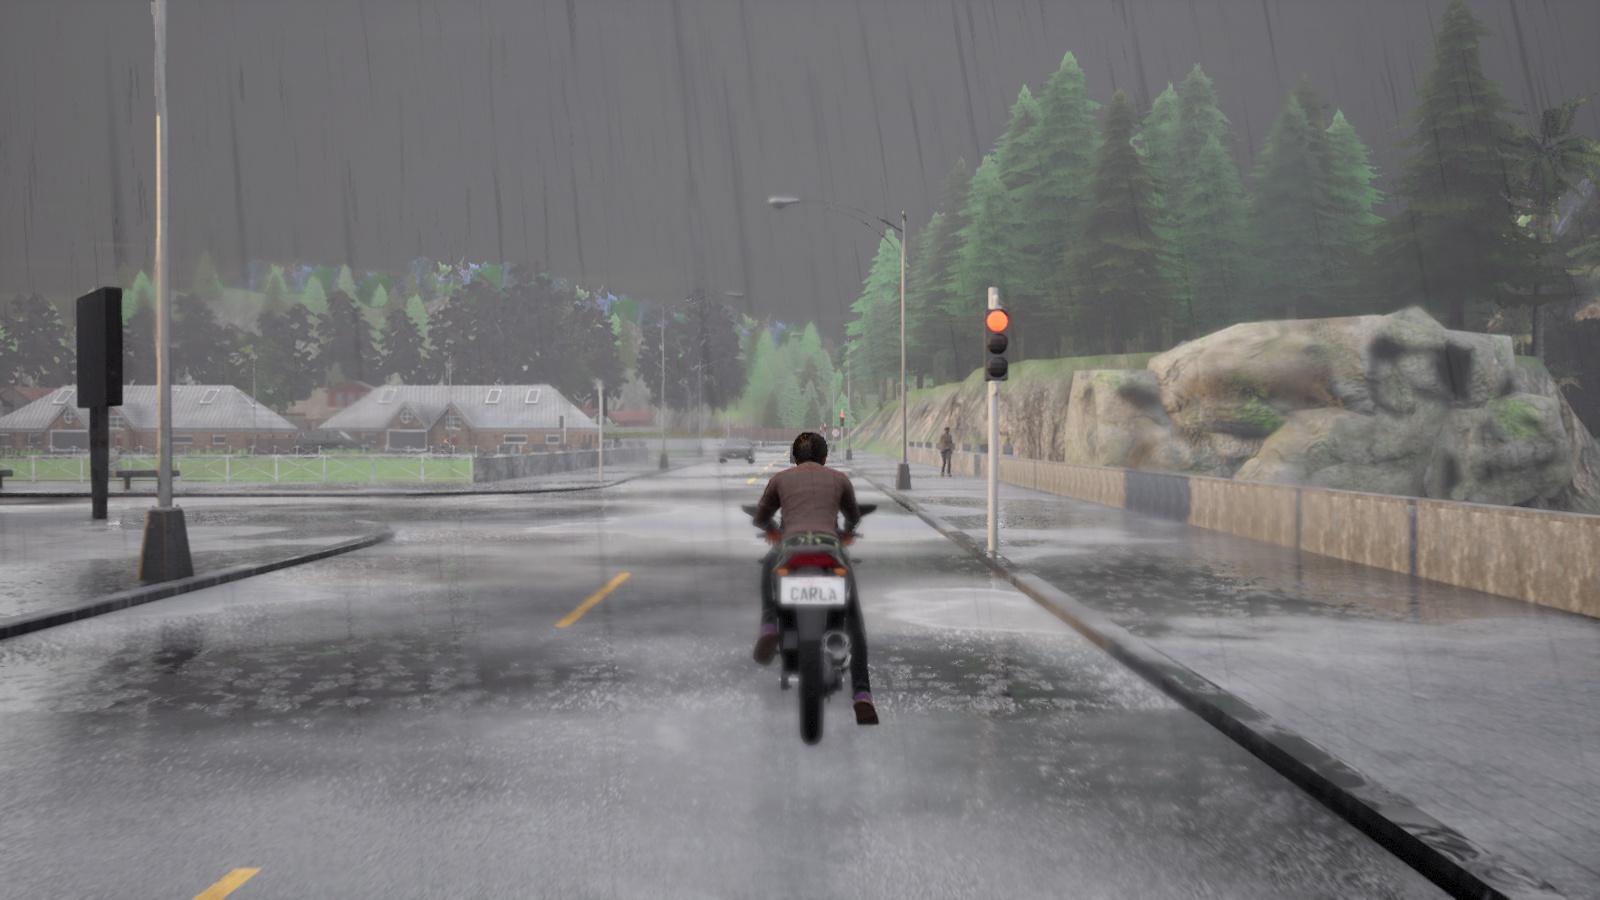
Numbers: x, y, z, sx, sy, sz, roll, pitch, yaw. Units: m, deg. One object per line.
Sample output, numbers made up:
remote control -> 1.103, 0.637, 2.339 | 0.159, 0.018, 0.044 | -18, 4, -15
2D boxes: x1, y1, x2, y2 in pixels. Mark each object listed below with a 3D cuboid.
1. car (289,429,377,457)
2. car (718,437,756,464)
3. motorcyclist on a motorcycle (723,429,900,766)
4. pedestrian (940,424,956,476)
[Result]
car -> -33.876, -0.506, 91.184 | 5.566, 2.045, 2.150 | 0, 1, 0
car -> -3.572, 0.003, 71.903 | 1.837, 1.490, 4.892 | 0, 1, 0
motorcyclist on a motorcycle -> 0.055, 0.658, 6.693 | 0.797, 1.523, 2.044 | 0, 1, 0
pedestrian -> 5.227, 0.000, 44.392 | 0.328, 1.805, 0.869 | 0, 1, -9
